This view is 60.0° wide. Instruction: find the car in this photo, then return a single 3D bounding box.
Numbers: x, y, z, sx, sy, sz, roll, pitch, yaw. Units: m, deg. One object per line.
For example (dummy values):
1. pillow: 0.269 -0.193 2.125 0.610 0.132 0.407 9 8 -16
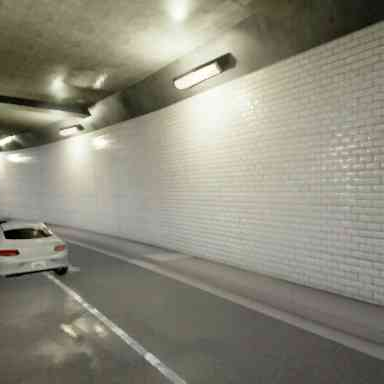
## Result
1. car: -5.005 1.517 9.524 1.812 1.442 4.674 0 0 -39
